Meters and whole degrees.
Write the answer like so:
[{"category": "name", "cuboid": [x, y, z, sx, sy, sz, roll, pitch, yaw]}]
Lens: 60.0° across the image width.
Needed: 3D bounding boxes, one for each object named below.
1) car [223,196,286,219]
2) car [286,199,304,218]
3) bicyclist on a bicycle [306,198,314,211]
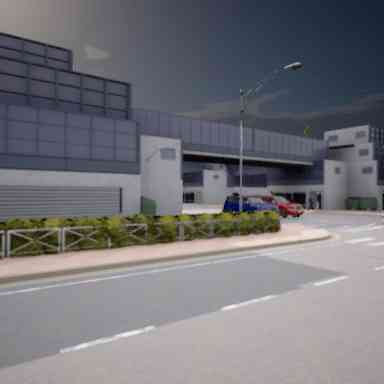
[{"category": "car", "cuboid": [5.056, 1.353, 29.120, 2.150, 2.045, 5.566, 0, 0, -36]}, {"category": "car", "cuboid": [7.775, 1.374, 31.331, 2.150, 2.045, 5.566, 0, 0, -36]}, {"category": "bicyclist on a bicycle", "cuboid": [14.718, 1.528, 41.314, 1.656, 1.620, 0.582, 0, 0, -36]}]
